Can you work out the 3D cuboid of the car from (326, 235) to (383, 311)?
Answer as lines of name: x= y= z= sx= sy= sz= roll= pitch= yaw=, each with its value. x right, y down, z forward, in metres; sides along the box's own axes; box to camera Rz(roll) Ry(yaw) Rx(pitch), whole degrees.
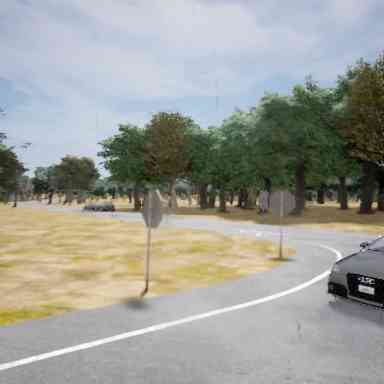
car: x=4.863 y=1.631 z=7.337 sx=4.181 sy=1.385 sz=1.994 roll=0 pitch=0 yaw=-35

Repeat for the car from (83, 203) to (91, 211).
car: x=-17.711 y=2.614 z=58.813 sx=1.994 sy=1.385 sz=4.181 roll=3 pitch=-3 yaw=-34

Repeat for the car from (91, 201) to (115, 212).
car: x=-13.997 y=2.295 z=53.511 sx=2.097 sy=1.767 sz=4.553 roll=3 pitch=-3 yaw=-34
